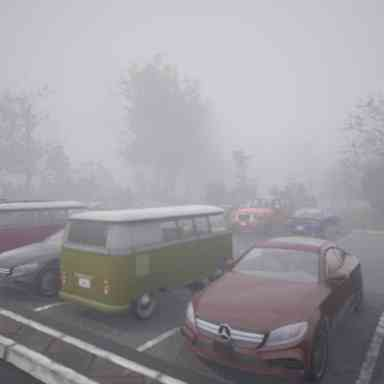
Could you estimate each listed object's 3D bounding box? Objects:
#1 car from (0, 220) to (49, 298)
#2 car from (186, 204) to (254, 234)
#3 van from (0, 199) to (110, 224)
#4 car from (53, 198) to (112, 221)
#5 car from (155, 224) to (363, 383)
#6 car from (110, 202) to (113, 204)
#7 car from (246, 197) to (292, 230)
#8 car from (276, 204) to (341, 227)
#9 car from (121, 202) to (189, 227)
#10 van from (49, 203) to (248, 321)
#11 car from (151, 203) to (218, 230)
[{"bbox_3d":[-2.906,1.598,9.088,2.002,1.452,4.674,0,0,35],"label":"car"},{"bbox_3d":[1.926,1.582,21.046,2.163,1.488,4.792,0,0,35],"label":"car"},{"bbox_3d":[-5.141,1.329,10.819,1.878,1.987,4.442,0,0,35],"label":"van"},{"bbox_3d":[-9.476,1.411,29.159,2.185,1.767,4.553,0,0,35],"label":"car"},{"bbox_3d":[1.710,1.576,5.804,2.002,1.452,4.674,-1,-1,35],"label":"car"},{"bbox_3d":[-7.262,1.539,27.615,2.097,1.535,5.008,0,0,35],"label":"car"},{"bbox_3d":[4.227,1.305,19.410,2.435,2.045,5.566,0,0,35],"label":"car"},{"bbox_3d":[6.550,1.556,17.784,2.097,1.535,5.008,0,0,35],"label":"car"},{"bbox_3d":[-2.553,1.547,24.278,2.231,1.521,4.892,0,0,35],"label":"car"},{"bbox_3d":[-0.635,1.332,7.613,1.878,1.987,4.442,0,0,35],"label":"van"},{"bbox_3d":[-0.375,1.579,22.683,2.163,1.488,4.792,0,0,35],"label":"car"}]
